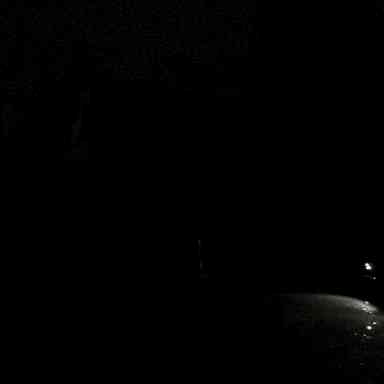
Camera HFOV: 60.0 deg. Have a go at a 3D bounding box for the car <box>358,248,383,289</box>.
[{"bbox_3d":[6.118,1.442,7.546,5.357,1.411,2.033,0,2,-31],"label":"car"}]
